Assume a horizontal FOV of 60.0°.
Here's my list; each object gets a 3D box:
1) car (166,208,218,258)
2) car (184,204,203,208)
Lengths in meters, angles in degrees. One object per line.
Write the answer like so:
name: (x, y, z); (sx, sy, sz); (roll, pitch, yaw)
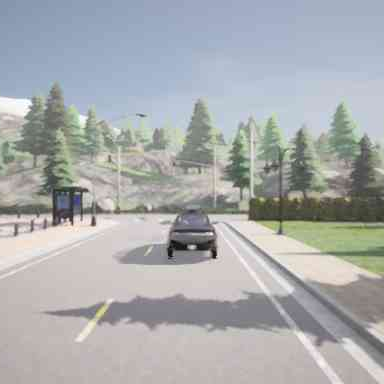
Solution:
car: (0.025, 1.644, 13.470); (2.128, 1.511, 4.902); (0, 0, 1)
car: (0.187, 1.803, 29.092); (1.882, 1.535, 5.008); (0, -1, 5)
